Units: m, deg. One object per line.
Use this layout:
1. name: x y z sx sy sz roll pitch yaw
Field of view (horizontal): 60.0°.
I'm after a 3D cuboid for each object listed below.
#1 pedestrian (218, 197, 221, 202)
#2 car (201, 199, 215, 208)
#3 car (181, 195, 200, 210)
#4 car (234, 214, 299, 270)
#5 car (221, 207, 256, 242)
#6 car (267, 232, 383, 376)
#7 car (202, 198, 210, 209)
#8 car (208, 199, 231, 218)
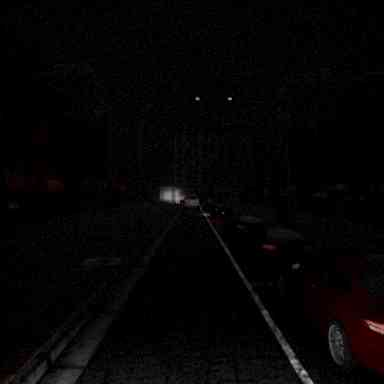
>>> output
1. pedestrian: 2.747 1.445 34.187 0.375 1.860 0.375 0 -1 0
2. car: 2.640 1.810 54.929 2.008 1.369 4.403 0 0 0
3. car: 0.004 1.456 47.697 2.150 2.045 5.566 0 -1 0
4. car: 2.644 1.627 10.900 1.802 1.307 4.206 1 0 0
5. car: 2.643 1.650 16.404 1.802 1.307 4.206 0 0 0
6. car: 2.644 1.604 5.396 1.802 1.307 4.206 1 0 0
7. car: 2.641 1.670 49.426 1.967 1.590 4.097 0 0 0
8. car: 2.748 1.664 31.341 1.812 1.442 4.674 0 0 0
